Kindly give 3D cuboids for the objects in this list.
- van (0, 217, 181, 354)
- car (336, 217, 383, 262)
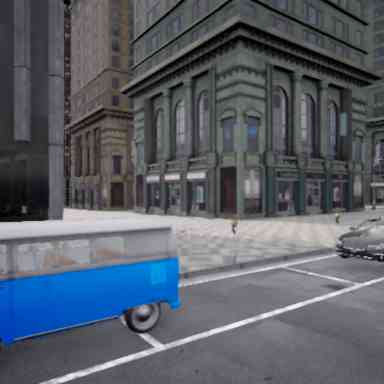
[{"bbox_3d":[-2.097,1.342,5.155,3.998,1.788,1.690,0,0,-36],"label":"van"},{"bbox_3d":[6.716,1.556,11.443,4.403,1.369,2.008,0,0,-36],"label":"car"}]
